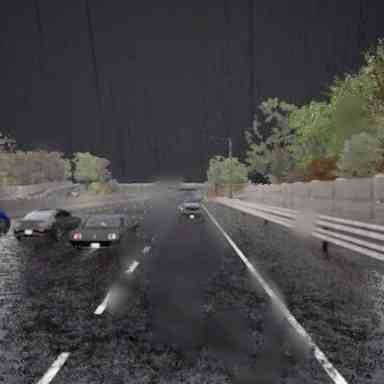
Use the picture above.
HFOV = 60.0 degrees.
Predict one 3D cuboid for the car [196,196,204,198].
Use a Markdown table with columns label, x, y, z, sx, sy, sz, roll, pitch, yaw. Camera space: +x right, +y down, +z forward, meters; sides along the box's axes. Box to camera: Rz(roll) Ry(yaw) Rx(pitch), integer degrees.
| label | x | y | z | sx | sy | sz | roll | pitch | yaw |
| --- | --- | --- | --- | --- | --- | --- | --- | --- | --- |
| car | 1.812 | 1.693 | 80.740 | 1.812 | 1.442 | 4.674 | 0 | -1 | 11 |

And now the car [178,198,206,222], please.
| label | x | y | z | sx | sy | sz | roll | pitch | yaw |
| --- | --- | --- | --- | --- | --- | --- | --- | --- | --- |
| car | 0.007 | 1.508 | 26.170 | 1.837 | 1.490 | 4.892 | 0 | 0 | 0 |

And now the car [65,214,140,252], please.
| label | x | y | z | sx | sy | sz | roll | pitch | yaw |
| --- | --- | --- | --- | --- | --- | --- | --- | --- | --- |
| car | -3.394 | 1.596 | 13.929 | 1.895 | 1.301 | 4.718 | 0 | 0 | 0 |

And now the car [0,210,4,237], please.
| label | x | y | z | sx | sy | sz | roll | pitch | yaw |
| --- | --- | --- | --- | --- | --- | --- | --- | --- | --- |
| car | -10.396 | 1.217 | 14.687 | 2.150 | 2.045 | 5.566 | 0 | 0 | 0 |

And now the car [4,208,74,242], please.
| label | x | y | z | sx | sy | sz | roll | pitch | yaw |
| --- | --- | --- | --- | --- | --- | --- | --- | --- | --- |
| car | -6.896 | 1.521 | 16.341 | 1.812 | 1.442 | 4.674 | 0 | 0 | 0 |

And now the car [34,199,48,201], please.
| label | x | y | z | sx | sy | sz | roll | pitch | yaw |
| --- | --- | --- | --- | --- | --- | --- | --- | --- | --- |
| car | -21.043 | 1.632 | 46.100 | 1.895 | 1.301 | 4.718 | 0 | 0 | 0 |
